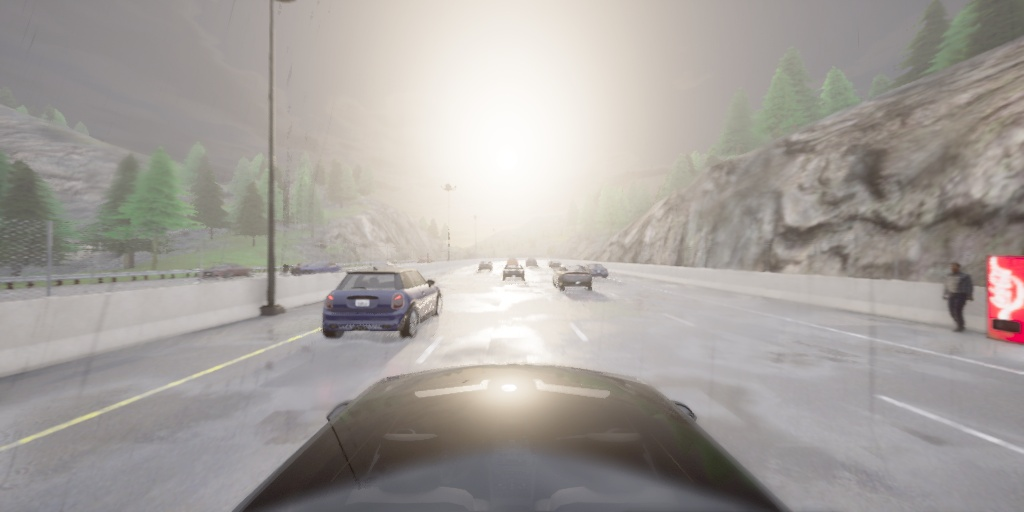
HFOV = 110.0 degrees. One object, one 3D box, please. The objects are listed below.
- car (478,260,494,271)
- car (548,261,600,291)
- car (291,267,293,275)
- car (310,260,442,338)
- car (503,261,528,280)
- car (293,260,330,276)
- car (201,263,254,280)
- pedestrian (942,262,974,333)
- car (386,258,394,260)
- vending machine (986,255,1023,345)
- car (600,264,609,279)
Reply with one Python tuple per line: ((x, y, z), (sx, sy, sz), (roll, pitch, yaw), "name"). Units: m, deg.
((-3.521, 1.305, 49.070), (2.033, 1.411, 5.357), (0, 0, 0), "car")
((3.598, 1.253, 21.983), (2.128, 1.511, 4.902), (0, 0, 0), "car")
((-21.072, 1.205, 37.742), (1.882, 1.535, 5.008), (0, 0, 0), "car")
((-3.407, 1.099, 10.306), (2.097, 1.767, 4.553), (0, 0, 0), "car")
((0.138, 1.359, 31.650), (1.895, 1.301, 4.718), (0, 0, 0), "car")
((-17.580, 1.209, 33.169), (1.882, 1.535, 5.008), (0, 0, 0), "car")
((-24.579, 1.284, 31.003), (1.994, 1.385, 4.181), (0, 0, 0), "car")
((11.544, 1.064, 9.288), (0.375, 1.860, 0.375), (0, 0, 0), "pedestrian")
((-14.071, 1.264, 38.910), (1.812, 1.442, 4.674), (0, 0, 0), "car")
((11.998, 0.966, 8.238), (1.100, 2.100, 0.880), (0, 0, 0), "vending machine")
((7.193, 1.317, 32.424), (2.033, 1.411, 5.357), (0, 0, -1), "car")
